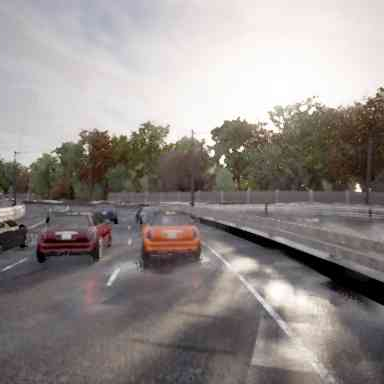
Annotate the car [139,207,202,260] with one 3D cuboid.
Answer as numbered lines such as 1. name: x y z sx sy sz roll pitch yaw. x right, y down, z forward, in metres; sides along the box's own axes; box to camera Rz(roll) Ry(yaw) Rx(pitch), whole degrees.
1. car: -0.926 1.524 13.473 2.097 1.767 4.553 0 -1 -7

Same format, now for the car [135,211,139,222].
1. car: -3.561 1.904 27.382 2.033 1.411 5.357 0 -1 -14

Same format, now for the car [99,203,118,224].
1. car: -7.512 1.738 28.589 2.097 1.767 4.553 0 -1 -15

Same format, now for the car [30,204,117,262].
1. car: -4.412 1.534 13.170 2.097 1.767 4.553 0 -1 -7

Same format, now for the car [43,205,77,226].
1. car: -10.940 1.883 27.871 2.128 1.511 4.902 0 -1 -15

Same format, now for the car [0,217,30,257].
1. car: -7.910 1.700 12.966 1.837 1.490 4.892 0 0 -7
